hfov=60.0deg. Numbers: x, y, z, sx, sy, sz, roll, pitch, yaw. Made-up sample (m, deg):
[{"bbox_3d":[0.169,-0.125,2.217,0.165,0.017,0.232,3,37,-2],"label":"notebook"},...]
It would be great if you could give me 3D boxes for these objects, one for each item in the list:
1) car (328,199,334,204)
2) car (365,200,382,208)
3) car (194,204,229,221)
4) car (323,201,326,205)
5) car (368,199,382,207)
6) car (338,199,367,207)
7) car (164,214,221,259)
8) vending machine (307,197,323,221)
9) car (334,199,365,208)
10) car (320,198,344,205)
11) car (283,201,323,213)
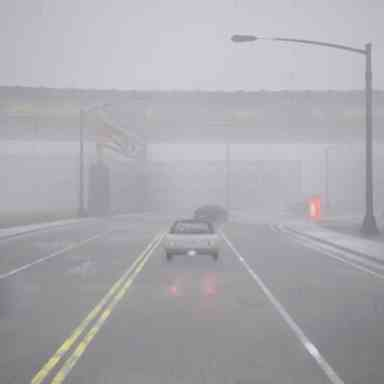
[{"bbox_3d":[33.875,2.199,80.594,1.853,1.218,4.536,0,-1,-34],"label":"car"},{"bbox_3d":[32.404,2.113,58.871,2.038,1.542,4.974,0,-1,31],"label":"car"},{"bbox_3d":[1.760,1.798,28.473,1.882,1.535,5.008,0,0,22],"label":"car"},{"bbox_3d":[29.838,2.348,79.896,4.974,1.542,2.038,1,-1,-39],"label":"car"},{"bbox_3d":[32.430,1.956,58.917,1.853,1.218,4.536,0,-1,31],"label":"car"},{"bbox_3d":[29.342,1.980,61.086,1.853,1.218,4.536,0,-1,-29],"label":"car"},{"bbox_3d":[0.015,1.751,13.218,1.895,1.301,4.718,0,-1,0],"label":"car"},{"bbox_3d":[11.020,1.530,29.795,1.100,2.100,0.880,-1,-1,42],"label":"vending machine"},{"bbox_3d":[29.367,2.137,61.039,2.038,1.542,4.974,0,-1,-29],"label":"car"},{"bbox_3d":[33.846,2.357,80.635,2.038,1.542,4.974,0,-1,-34],"label":"car"},{"bbox_3d":[14.598,2.009,44.691,4.892,1.490,1.837,1,-1,-21],"label":"car"}]
